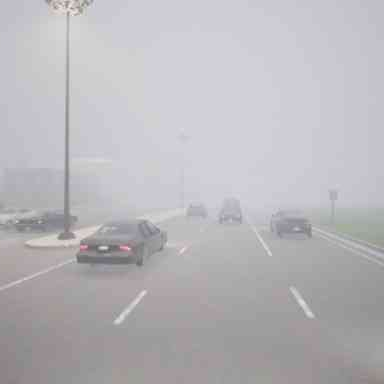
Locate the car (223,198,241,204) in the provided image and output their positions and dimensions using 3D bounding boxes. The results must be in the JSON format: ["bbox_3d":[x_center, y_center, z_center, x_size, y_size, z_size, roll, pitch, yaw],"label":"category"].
[{"bbox_3d":[5.105,1.750,42.613,2.150,2.045,5.566,0,0,7],"label":"car"}]

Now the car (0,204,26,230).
[{"bbox_3d":[-12.611,1.787,23.455,1.812,1.442,4.674,0,-1,7],"label":"car"}]

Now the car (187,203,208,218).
[{"bbox_3d":[0.613,1.917,34.930,2.128,1.511,4.902,0,-1,7],"label":"car"}]

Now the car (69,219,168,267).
[{"bbox_3d":[-2.239,1.690,12.043,2.033,1.411,5.357,0,-1,7],"label":"car"}]

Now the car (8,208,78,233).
[{"bbox_3d":[-9.331,1.846,21.609,1.895,1.301,4.718,0,-1,7],"label":"car"}]

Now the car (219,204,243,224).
[{"bbox_3d":[3.294,1.950,28.196,1.895,1.301,4.718,0,-1,7],"label":"car"}]

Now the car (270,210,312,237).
[{"bbox_3d":[5.744,1.774,19.559,1.812,1.442,4.674,0,-1,7],"label":"car"}]
